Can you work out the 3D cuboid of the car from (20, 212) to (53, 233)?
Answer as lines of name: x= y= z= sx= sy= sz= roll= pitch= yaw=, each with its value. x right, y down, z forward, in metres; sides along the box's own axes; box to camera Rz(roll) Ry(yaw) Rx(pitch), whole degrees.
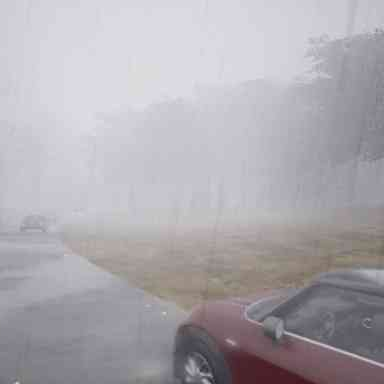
car: x=-12.955 y=2.550 z=27.475 sx=2.033 sy=1.411 sz=5.357 roll=2 pitch=-3 yaw=-20

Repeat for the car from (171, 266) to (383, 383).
car: x=1.745 y=1.537 z=3.198 sx=2.097 sy=1.767 sz=4.553 roll=3 pitch=-3 yaw=-38

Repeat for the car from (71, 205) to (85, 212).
car: x=-23.593 y=3.410 z=69.053 sx=1.882 sy=1.535 sz=5.008 roll=1 pitch=-1 yaw=-6

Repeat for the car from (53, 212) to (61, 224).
car: x=-16.498 y=2.963 z=38.809 sx=1.895 sy=1.301 sz=4.718 roll=1 pitch=-2 yaw=-13
